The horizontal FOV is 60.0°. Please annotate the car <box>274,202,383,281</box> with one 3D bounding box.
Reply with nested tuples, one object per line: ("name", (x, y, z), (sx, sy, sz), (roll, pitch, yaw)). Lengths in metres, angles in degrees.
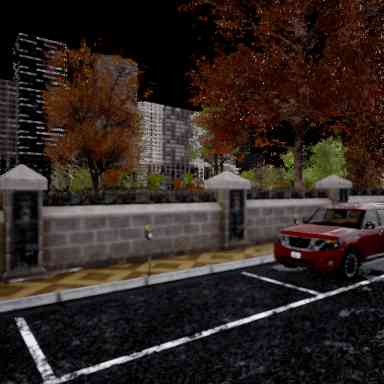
("car", (4.683, 1.267, 9.895), (5.009, 1.841, 2.192), (0, 0, -35))
